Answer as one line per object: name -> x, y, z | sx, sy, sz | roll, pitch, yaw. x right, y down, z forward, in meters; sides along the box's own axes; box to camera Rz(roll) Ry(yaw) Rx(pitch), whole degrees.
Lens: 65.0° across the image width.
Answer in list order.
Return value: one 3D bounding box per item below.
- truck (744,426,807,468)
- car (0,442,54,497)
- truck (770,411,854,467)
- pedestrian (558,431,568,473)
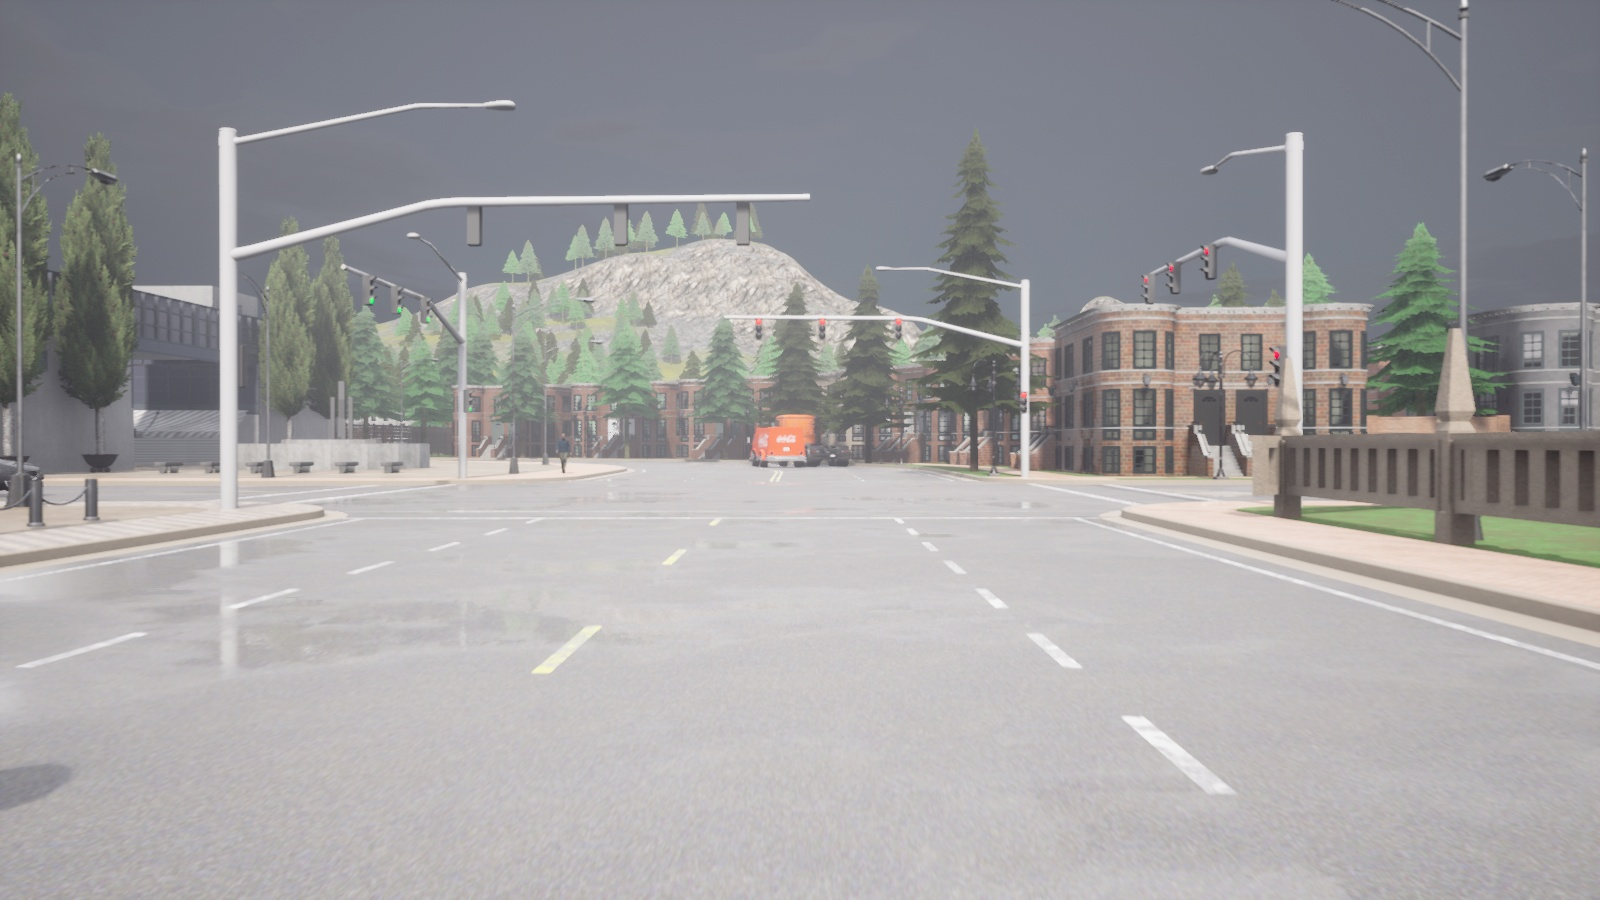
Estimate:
truck -> -1.550, -0.175, 76.960 | 2.627, 2.467, 5.204 | 0, 0, -16
car -> -23.888, 0.534, 35.154 | 4.892, 1.490, 1.837 | 0, 0, 0
truck -> 0.683, -0.692, 81.211 | 2.891, 3.462, 7.936 | 0, 0, -19
pedestrian -> -10.293, 0.089, 54.565 | 0.402, 1.842, 0.726 | 0, 0, -6
